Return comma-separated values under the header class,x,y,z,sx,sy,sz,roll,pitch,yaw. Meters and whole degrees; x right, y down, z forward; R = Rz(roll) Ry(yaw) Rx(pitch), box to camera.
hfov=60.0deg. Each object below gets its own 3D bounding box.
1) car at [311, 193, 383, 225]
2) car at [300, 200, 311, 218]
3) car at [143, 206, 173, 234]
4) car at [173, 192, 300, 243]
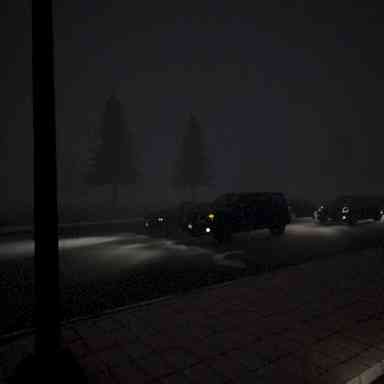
class,x,y,z,sx,sy,sz,roll,pitch,yaw
car,9.911,0.984,20.878,4.553,1.767,2.097,-1,1,-35
car,7.011,1.215,23.115,4.181,1.385,1.994,-1,1,-36
car,-0.248,1.306,17.931,4.902,1.511,2.128,-1,1,-35
car,2.198,1.027,15.385,5.566,2.045,2.150,-1,1,-34
